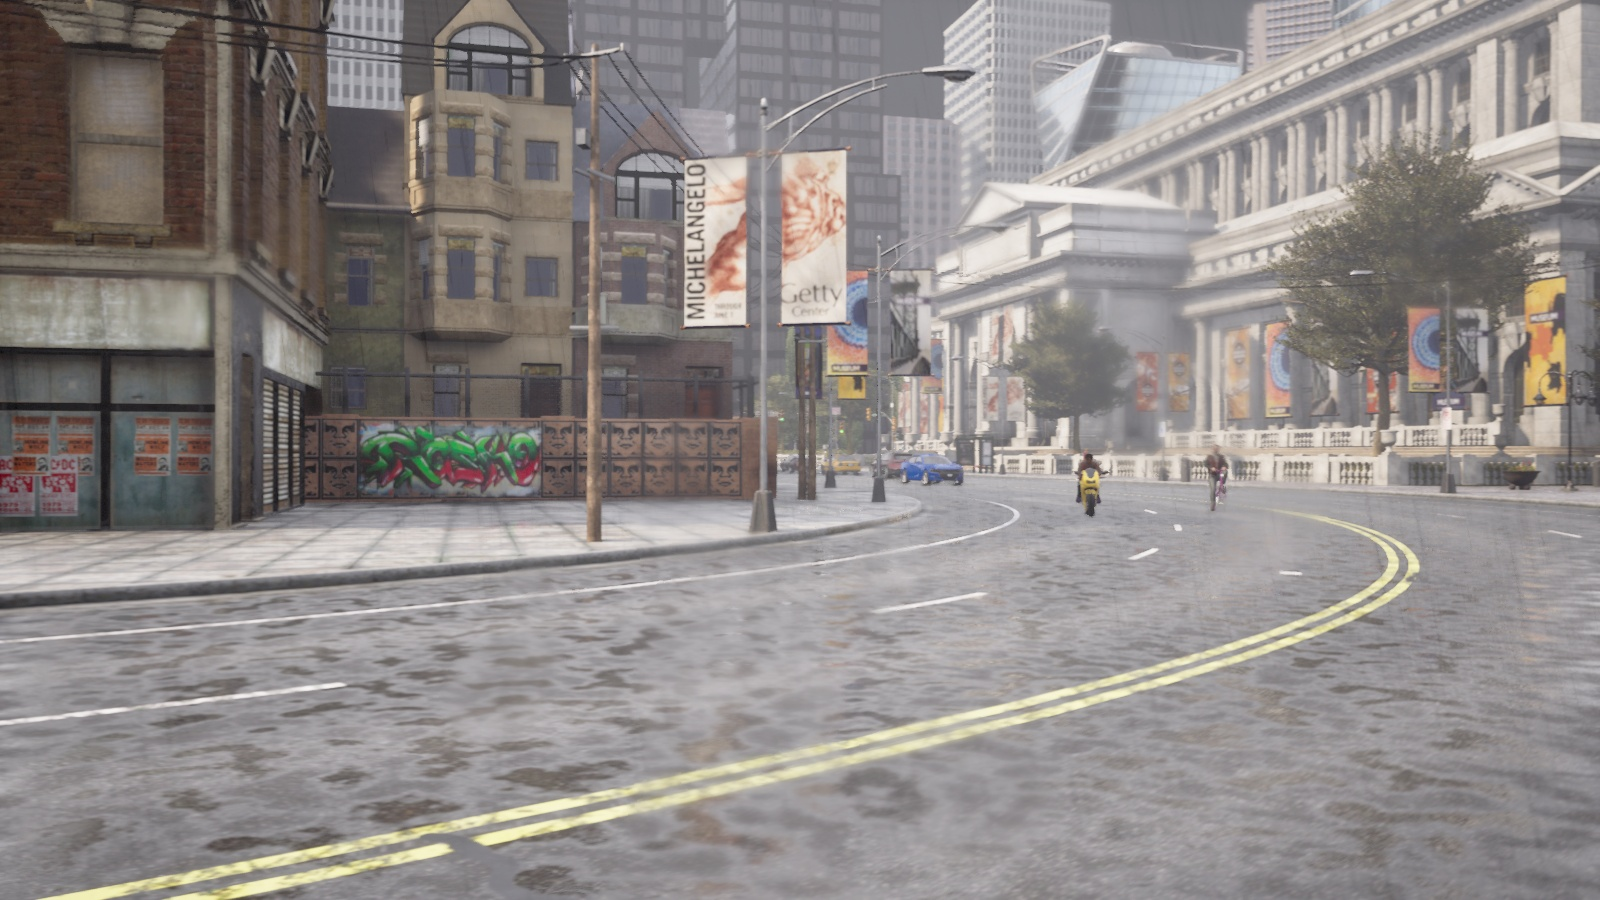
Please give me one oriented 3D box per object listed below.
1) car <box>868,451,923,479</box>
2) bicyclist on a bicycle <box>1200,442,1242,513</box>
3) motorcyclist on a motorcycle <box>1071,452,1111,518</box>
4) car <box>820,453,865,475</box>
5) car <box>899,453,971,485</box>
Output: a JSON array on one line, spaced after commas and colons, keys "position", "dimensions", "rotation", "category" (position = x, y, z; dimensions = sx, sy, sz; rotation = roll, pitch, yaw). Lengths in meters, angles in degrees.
[{"position": [5.960, 0.921, 78.930], "dimensions": [2.033, 1.649, 4.856], "rotation": [0, 0, -14], "category": "car"}, {"position": [10.779, 0.693, 32.201], "dimensions": [0.659, 1.776, 1.843], "rotation": [0, 0, 7], "category": "bicyclist on a bicycle"}, {"position": [6.967, 0.808, 30.158], "dimensions": [0.797, 1.523, 2.044], "rotation": [-1, 0, 10], "category": "motorcyclist on a motorcycle"}, {"position": [3.040, 0.976, 90.423], "dimensions": [1.801, 1.575, 5.366], "rotation": [0, 0, -14], "category": "car"}, {"position": [6.611, 0.911, 62.157], "dimensions": [1.882, 1.535, 5.008], "rotation": [0, 0, -14], "category": "car"}]
